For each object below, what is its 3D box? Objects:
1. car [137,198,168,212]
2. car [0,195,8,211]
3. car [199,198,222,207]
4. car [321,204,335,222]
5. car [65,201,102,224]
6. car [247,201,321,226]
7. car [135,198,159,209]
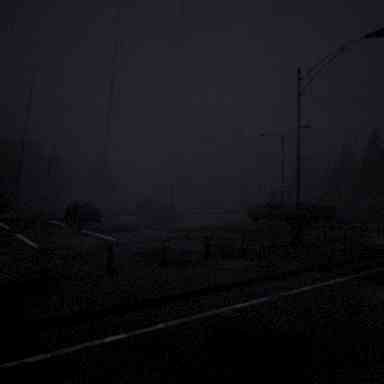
[{"bbox_3d":[-4.454,1.565,39.524,1.970,1.475,3.806,1,0,-36],"label":"car"},{"bbox_3d":[-21.525,1.131,36.509,1.932,1.855,4.605,1,0,-36],"label":"car"},{"bbox_3d":[3.135,1.831,57.873,2.128,1.511,4.902,1,0,-36],"label":"car"},{"bbox_3d":[8.874,1.549,26.192,2.007,1.523,4.514,1,0,-36],"label":"car"},{"bbox_3d":[-7.733,1.388,23.591,1.845,1.501,3.633,1,0,-36],"label":"car"},{"bbox_3d":[6.363,1.510,24.311,2.152,1.636,5.027,1,0,-36],"label":"car"},{"bbox_3d":[-6.387,1.582,47.284,1.845,1.501,3.633,1,0,-36],"label":"car"}]
